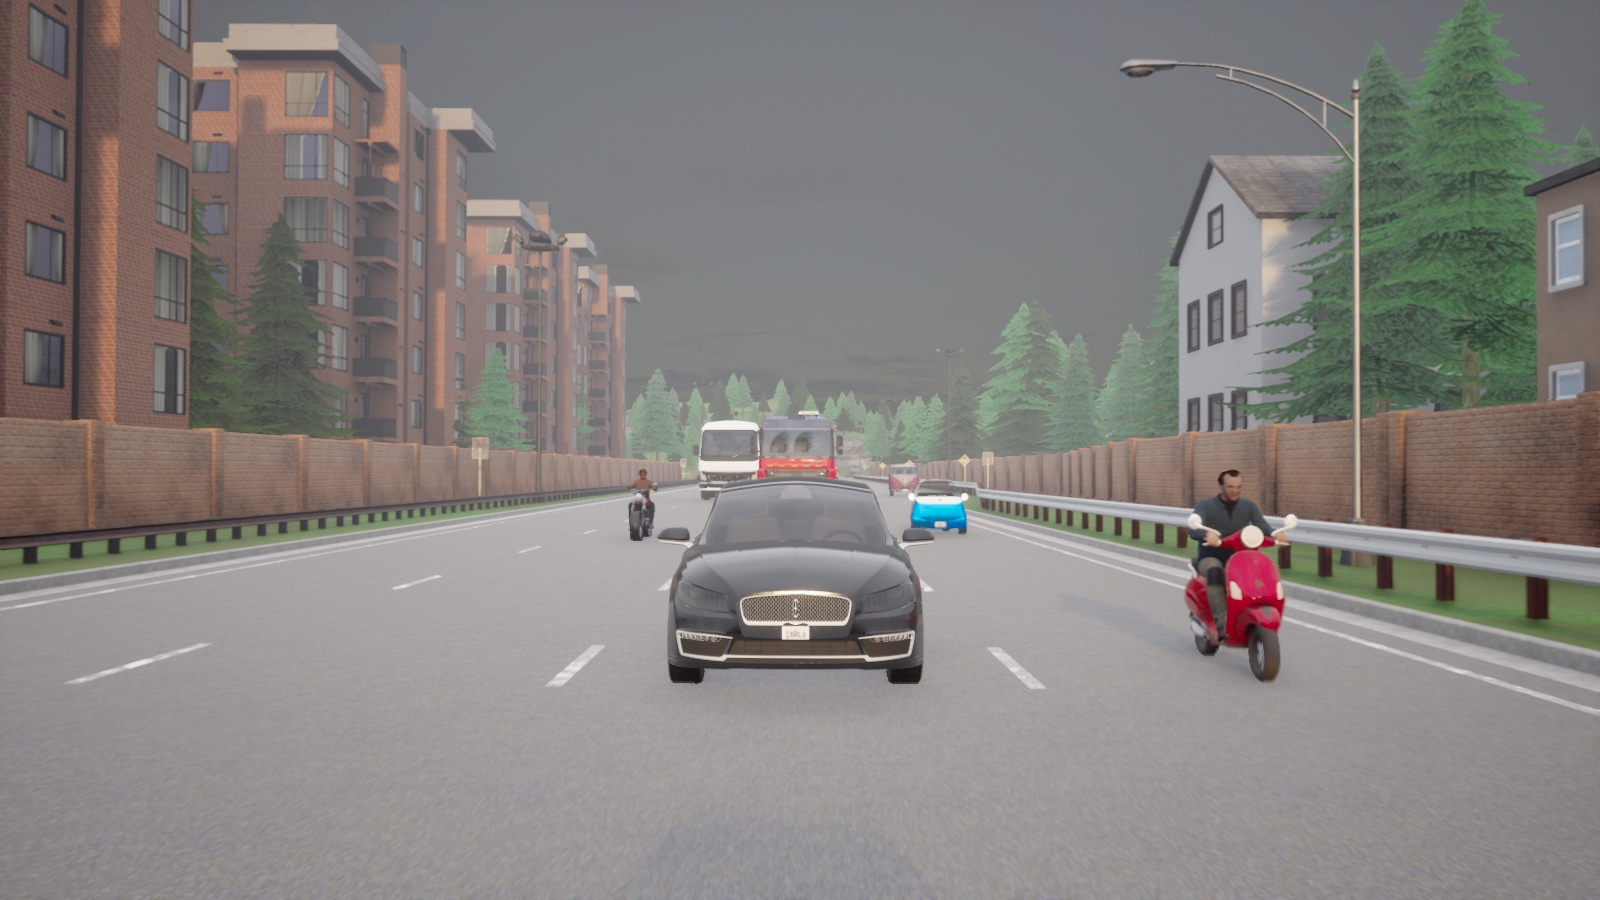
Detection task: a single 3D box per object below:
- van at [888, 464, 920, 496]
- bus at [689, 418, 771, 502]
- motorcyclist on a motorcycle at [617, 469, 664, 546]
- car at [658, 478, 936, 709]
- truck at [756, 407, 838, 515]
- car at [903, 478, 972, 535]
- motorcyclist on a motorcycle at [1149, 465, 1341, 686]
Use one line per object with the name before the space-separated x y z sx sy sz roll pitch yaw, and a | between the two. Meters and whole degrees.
van | 6.513 1.862 78.895 1.775 1.987 4.442 0 -1 2
bus | -3.673 0.610 69.109 3.944 4.253 10.273 0 -1 0
motorcyclist on a motorcycle | -3.569 1.252 28.255 0.766 1.649 2.350 0 -1 0
car | -0.026 1.000 10.749 1.837 1.490 4.892 0 -1 0
truck | -0.123 0.468 48.868 2.891 3.827 8.468 0 -1 0
car | 3.424 1.383 31.522 1.481 1.376 2.207 0 -1 0
motorcyclist on a motorcycle | 3.475 0.922 10.003 0.866 1.590 1.817 0 -1 0
